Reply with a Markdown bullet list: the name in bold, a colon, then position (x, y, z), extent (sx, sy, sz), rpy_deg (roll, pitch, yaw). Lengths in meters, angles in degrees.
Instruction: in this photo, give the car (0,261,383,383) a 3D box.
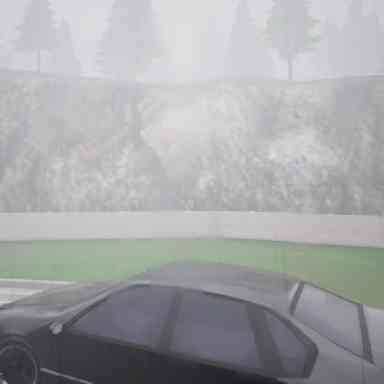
- **car**: position (-0.018, 1.548, 3.687), extent (5.357, 1.411, 2.033), rpy_deg (0, 0, 24)
